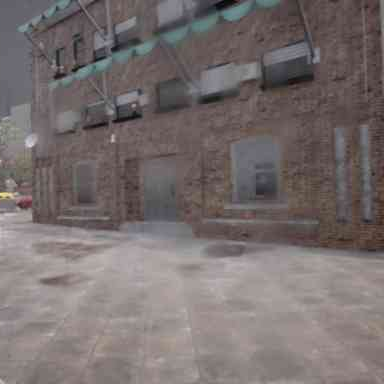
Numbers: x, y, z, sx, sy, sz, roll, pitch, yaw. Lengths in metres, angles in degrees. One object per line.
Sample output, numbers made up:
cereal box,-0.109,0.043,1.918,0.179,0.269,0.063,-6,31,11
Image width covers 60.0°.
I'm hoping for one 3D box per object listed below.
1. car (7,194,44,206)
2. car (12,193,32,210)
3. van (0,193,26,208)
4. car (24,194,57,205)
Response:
car,-25.045,1.262,49.954,4.892,1.521,2.231,-2,2,24
car,-17.030,1.006,37.570,5.566,2.045,2.435,-2,2,24
van,-26.057,1.185,47.339,4.442,1.987,1.878,-2,2,24
car,-23.927,1.142,52.509,4.674,1.452,2.002,-2,2,24
